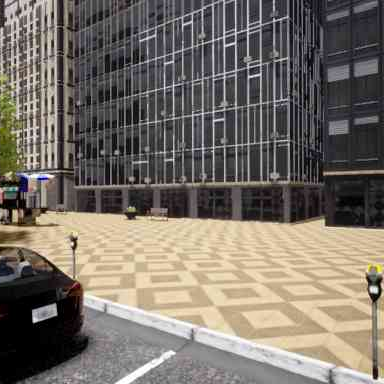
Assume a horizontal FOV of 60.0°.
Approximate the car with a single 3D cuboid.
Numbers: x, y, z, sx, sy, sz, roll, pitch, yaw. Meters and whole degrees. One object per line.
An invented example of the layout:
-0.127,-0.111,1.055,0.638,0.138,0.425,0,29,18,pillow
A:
-3.553,1.566,5.418,4.313,1.339,1.947,0,0,36,car
